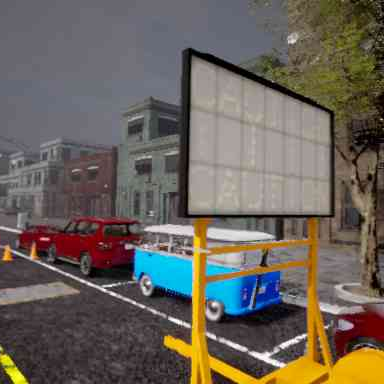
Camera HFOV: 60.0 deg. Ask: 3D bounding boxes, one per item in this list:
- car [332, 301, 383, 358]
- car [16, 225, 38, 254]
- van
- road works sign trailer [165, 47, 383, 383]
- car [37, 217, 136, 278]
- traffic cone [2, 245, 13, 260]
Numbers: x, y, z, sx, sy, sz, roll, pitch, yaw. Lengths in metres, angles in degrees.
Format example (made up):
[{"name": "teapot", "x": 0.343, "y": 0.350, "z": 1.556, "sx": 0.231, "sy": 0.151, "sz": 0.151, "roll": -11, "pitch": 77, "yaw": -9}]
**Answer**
[{"name": "car", "x": 3.830, "y": 1.862, "z": 3.816, "sx": 1.802, "sy": 1.307, "sz": 4.206, "roll": 3, "pitch": -3, "yaw": -42}, {"name": "car", "x": -7.244, "y": 2.215, "z": 16.238, "sx": 1.802, "sy": 1.307, "sz": 4.206, "roll": 3, "pitch": -3, "yaw": -42}, {"name": "van", "x": 0.142, "y": 1.739, "z": 7.967, "sx": 1.690, "sy": 1.788, "sz": 3.998, "roll": 3, "pitch": -3, "yaw": -42}, {"name": "road works sign trailer", "x": 0.640, "y": 0.657, "z": 3.457, "sx": 2.380, "sy": 3.560, "sz": 2.880, "roll": 4, "pitch": -4, "yaw": -41}, {"name": "car", "x": -3.548, "y": 1.831, "z": 12.109, "sx": 2.192, "sy": 1.841, "sz": 5.009, "roll": 3, "pitch": -3, "yaw": -42}, {"name": "traffic cone", "x": -7.507, "y": 2.456, "z": 13.561, "sx": 0.340, "sy": 0.580, "sz": 0.340, "roll": 4, "pitch": -4, "yaw": -42}]
